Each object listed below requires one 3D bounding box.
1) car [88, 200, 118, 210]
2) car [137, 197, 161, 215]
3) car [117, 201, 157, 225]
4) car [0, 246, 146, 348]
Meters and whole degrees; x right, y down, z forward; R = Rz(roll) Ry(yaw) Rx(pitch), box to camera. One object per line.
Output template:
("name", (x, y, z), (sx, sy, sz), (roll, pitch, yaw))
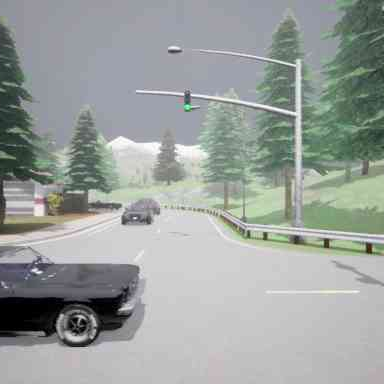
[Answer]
("car", (-11.194, 1.608, 41.771), (4.718, 1.301, 1.895), (0, 0, 14))
("car", (-4.656, 1.352, 34.002), (2.097, 1.767, 4.553), (0, 0, -19))
("car", (-3.868, 1.564, 24.208), (1.994, 1.385, 4.181), (0, 0, -2))
("car", (-3.196, 1.625, 5.651), (4.718, 1.301, 1.895), (0, 0, -1))
